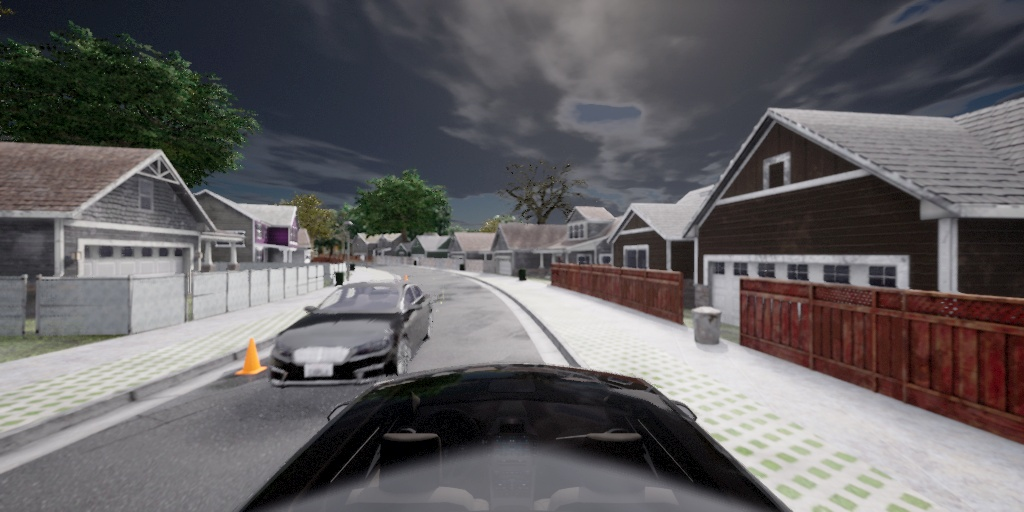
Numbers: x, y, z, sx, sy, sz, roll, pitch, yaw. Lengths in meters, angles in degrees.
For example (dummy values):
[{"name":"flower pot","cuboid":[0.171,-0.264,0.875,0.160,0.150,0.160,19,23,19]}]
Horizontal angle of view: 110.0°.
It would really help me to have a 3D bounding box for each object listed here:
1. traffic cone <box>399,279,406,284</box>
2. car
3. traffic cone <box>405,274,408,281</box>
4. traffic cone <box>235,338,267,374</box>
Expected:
[{"name":"traffic cone","cuboid":[-6.522,1.778,20.826,0.340,0.580,0.340,0,0,-12]},{"name":"car","cuboid":[-2.765,1.275,7.232,2.128,1.511,4.902,0,0,-4]},{"name":"traffic cone","cuboid":[-7.619,1.788,25.585,0.340,0.580,0.340,0,0,-14]},{"name":"traffic cone","cuboid":[-4.583,1.736,6.314,0.340,0.580,0.340,0,0,-4]}]
